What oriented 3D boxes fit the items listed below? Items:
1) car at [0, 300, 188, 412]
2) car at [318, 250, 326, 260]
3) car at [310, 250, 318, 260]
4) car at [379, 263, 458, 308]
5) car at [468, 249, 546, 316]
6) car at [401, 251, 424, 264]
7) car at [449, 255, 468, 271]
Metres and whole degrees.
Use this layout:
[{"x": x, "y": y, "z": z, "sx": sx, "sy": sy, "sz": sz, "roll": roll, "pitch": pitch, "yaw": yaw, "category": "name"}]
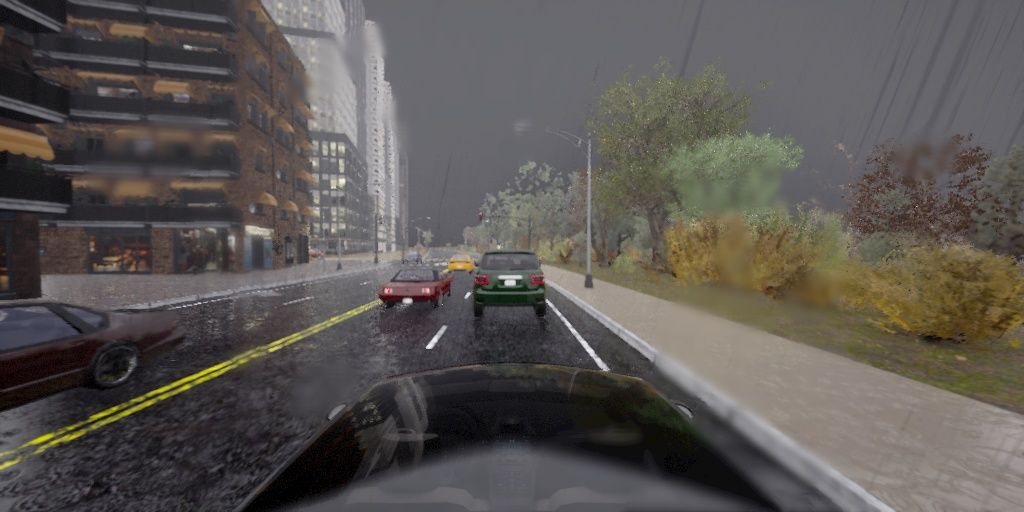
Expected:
[{"x": -6.620, "y": 1.257, "z": 3.878, "sx": 2.033, "sy": 1.411, "sz": 5.357, "roll": 0, "pitch": 1, "yaw": -1, "category": "car"}, {"x": -30.558, "y": -0.256, "z": 54.347, "sx": 4.097, "sy": 1.591, "sz": 1.967, "roll": 0, "pitch": 0, "yaw": -13, "category": "car"}, {"x": -28.201, "y": 0.047, "z": 46.122, "sx": 4.829, "sy": 1.417, "sz": 1.751, "roll": 0, "pitch": 0, "yaw": -13, "category": "car"}, {"x": -3.425, "y": 1.106, "z": 13.763, "sx": 1.895, "sy": 1.301, "sz": 4.718, "roll": 0, "pitch": 1, "yaw": -2, "category": "car"}, {"x": -0.132, "y": 0.754, "z": 12.441, "sx": 2.150, "sy": 2.045, "sz": 5.566, "roll": 0, "pitch": 1, "yaw": -2, "category": "car"}, {"x": -11.830, "y": 0.148, "z": 42.775, "sx": 1.812, "sy": 1.442, "sz": 4.674, "roll": 0, "pitch": 1, "yaw": -5, "category": "car"}, {"x": -4.273, "y": 0.633, "z": 30.574, "sx": 1.882, "sy": 1.535, "sz": 5.008, "roll": 0, "pitch": 1, "yaw": -4, "category": "car"}]
